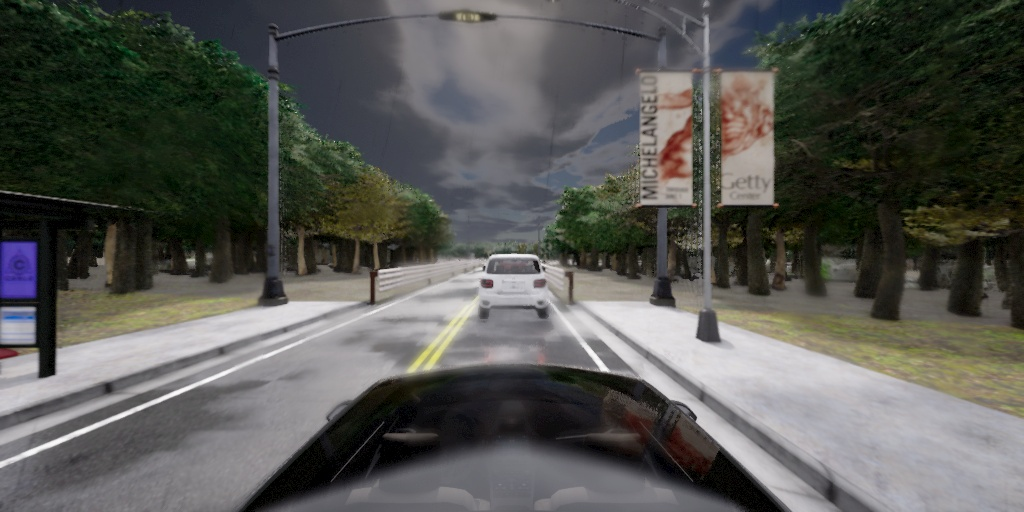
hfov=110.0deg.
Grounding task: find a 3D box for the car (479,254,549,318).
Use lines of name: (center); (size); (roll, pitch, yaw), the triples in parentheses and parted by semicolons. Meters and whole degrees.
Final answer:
car: (0.070, 0.951, 12.939); (2.150, 2.045, 5.566); (0, 0, 0)
